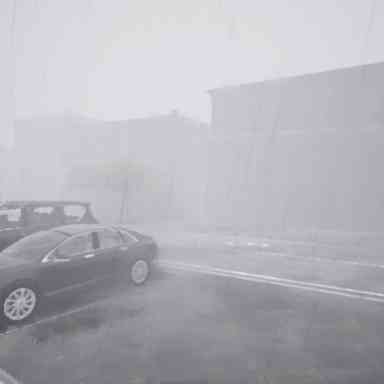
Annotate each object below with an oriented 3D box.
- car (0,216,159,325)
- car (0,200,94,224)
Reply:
[{"bbox_3d":[-2.792,1.514,7.408,2.231,1.521,4.892,0,0,36],"label":"car"},{"bbox_3d":[-5.092,1.282,9.010,2.435,2.045,5.566,-1,0,36],"label":"car"}]
